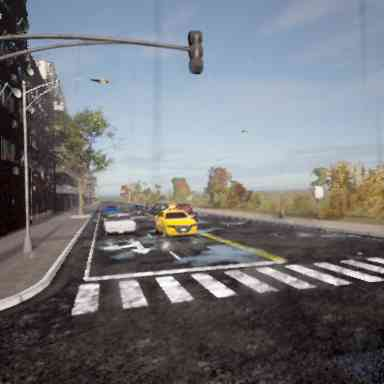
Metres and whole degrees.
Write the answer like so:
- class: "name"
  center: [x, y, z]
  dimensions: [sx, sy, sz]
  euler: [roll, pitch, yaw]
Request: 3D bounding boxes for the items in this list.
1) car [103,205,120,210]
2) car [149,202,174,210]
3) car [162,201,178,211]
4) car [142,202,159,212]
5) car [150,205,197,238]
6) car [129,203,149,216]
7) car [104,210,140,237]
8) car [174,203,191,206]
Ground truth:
- class: "car"
  center: [-10.676, 2.454, 44.197]
  dimensions: [1.882, 1.535, 5.008]
  euler: [-2, -1, -14]
- class: "car"
  center: [-4.317, 2.155, 45.958]
  dimensions: [2.097, 1.767, 4.553]
  euler: [-2, -1, -14]
- class: "car"
  center: [-3.782, 2.402, 56.372]
  dimensions: [1.882, 1.535, 5.008]
  euler: [-2, -1, -15]
- class: "car"
  center: [-6.920, 2.502, 55.533]
  dimensions: [2.128, 1.511, 4.902]
  euler: [-2, -1, -15]
- class: "car"
  center: [-1.112, 1.856, 20.746]
  dimensions: [1.882, 1.535, 5.008]
  euler: [-2, -1, -15]
- class: "car"
  center: [-7.105, 2.363, 43.377]
  dimensions: [1.837, 1.490, 4.892]
  euler: [-2, -1, -15]
- class: "car"
  center: [-4.800, 2.109, 21.977]
  dimensions: [1.895, 1.301, 4.718]
  euler: [-2, -1, -15]
- class: "car"
  center: [-1.100, 2.236, 46.505]
  dimensions: [1.812, 1.442, 4.674]
  euler: [-2, -1, -14]
